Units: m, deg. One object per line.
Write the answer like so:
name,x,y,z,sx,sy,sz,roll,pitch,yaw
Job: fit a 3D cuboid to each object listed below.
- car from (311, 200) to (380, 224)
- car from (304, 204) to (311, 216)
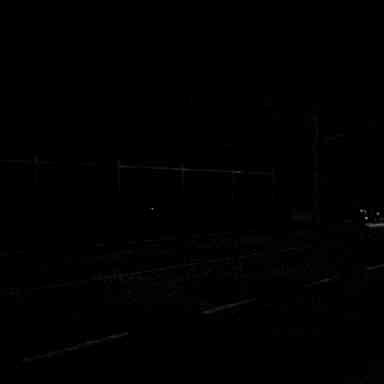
car,12.020,1.406,25.805,2.097,1.767,4.553,0,0,-30
car,12.879,1.581,31.389,1.812,1.442,4.674,0,0,-36
